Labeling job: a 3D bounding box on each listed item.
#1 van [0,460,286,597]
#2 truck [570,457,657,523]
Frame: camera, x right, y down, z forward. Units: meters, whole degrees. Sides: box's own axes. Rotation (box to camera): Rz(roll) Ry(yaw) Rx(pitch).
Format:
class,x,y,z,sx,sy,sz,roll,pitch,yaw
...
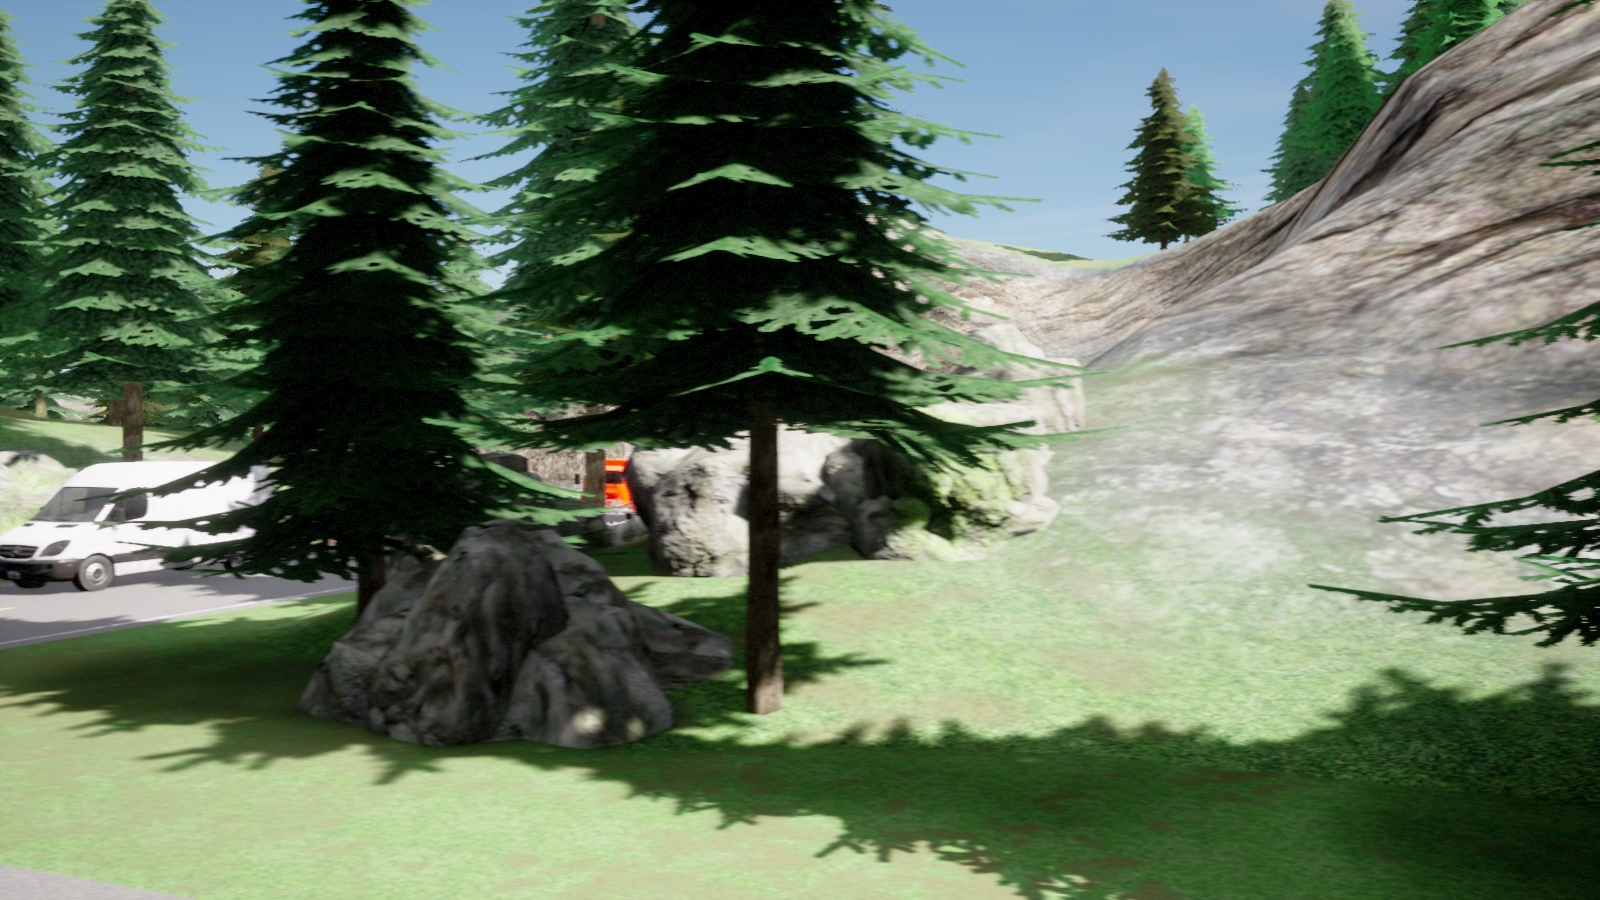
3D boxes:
class,x,y,z,sx,sy,sz,roll,pitch,yaw
van,-14.231,1.527,24.876,1.988,2.561,5.915,0,0,20
truck,-7.519,1.557,46.672,2.627,2.467,5.204,1,0,1
